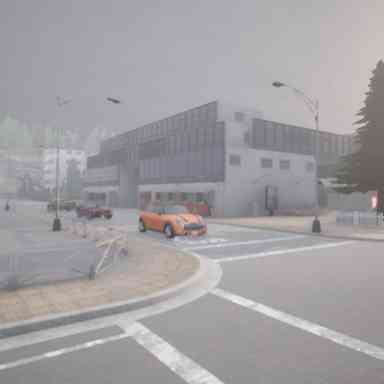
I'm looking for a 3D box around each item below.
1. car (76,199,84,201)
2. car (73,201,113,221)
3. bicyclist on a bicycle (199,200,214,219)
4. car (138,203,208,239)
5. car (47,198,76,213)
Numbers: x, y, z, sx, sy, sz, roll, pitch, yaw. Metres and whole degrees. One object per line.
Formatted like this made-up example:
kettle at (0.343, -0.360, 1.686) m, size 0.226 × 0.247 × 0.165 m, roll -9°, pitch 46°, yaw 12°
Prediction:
car at (-15.824, 1.683, 45.628) m, size 2.033 × 1.411 × 5.357 m, roll 1°, pitch 0°, yaw -34°
car at (-8.441, 1.694, 28.680) m, size 1.895 × 1.301 × 4.718 m, roll 1°, pitch 0°, yaw -35°
bicyclist on a bicycle at (1.220, 1.476, 27.914) m, size 1.656 × 1.620 × 0.582 m, roll 0°, pitch 0°, yaw -35°
car at (-1.128, 1.443, 18.217) m, size 2.097 × 1.767 × 4.553 m, roll 1°, pitch 0°, yaw -35°
car at (-15.525, 1.694, 38.855) m, size 1.895 × 1.301 × 4.718 m, roll 1°, pitch 0°, yaw -35°
